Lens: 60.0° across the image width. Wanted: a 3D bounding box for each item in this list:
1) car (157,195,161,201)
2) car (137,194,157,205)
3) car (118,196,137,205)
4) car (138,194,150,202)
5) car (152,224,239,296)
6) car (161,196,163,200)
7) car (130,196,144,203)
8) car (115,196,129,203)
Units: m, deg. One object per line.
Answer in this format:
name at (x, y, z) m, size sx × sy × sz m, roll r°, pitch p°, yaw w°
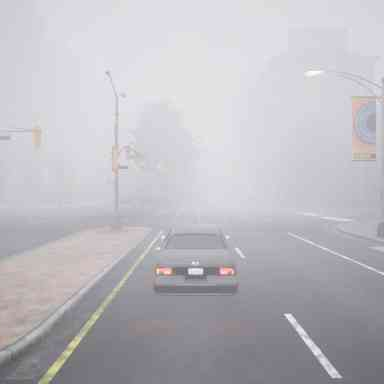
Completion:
car at (-7.927, 1.526, 67.480) m, size 1.812 × 1.442 × 4.674 m, roll 0°, pitch 0°, yaw 1°
car at (-7.993, 1.564, 58.962) m, size 1.994 × 1.385 × 4.181 m, roll 0°, pitch 0°, yaw 1°
car at (-11.488, 1.491, 59.647) m, size 2.128 × 1.511 × 4.902 m, roll 0°, pitch 0°, yaw 0°
car at (-11.392, 1.355, 79.580) m, size 2.097 × 1.767 × 4.553 m, roll 0°, pitch 0°, yaw 0°
car at (0.086, 1.547, 8.801) m, size 2.033 × 1.411 × 5.357 m, roll 0°, pitch 0°, yaw 0°
car at (-7.895, 1.500, 77.809) m, size 1.837 × 1.490 × 4.892 m, roll 0°, pitch 0°, yaw 0°
car at (-11.406, 1.525, 69.568) m, size 2.128 × 1.511 × 4.902 m, roll 0°, pitch 0°, yaw 0°
car at (-14.656, 1.595, 69.450) m, size 1.895 × 1.301 × 4.718 m, roll 0°, pitch 0°, yaw 0°
